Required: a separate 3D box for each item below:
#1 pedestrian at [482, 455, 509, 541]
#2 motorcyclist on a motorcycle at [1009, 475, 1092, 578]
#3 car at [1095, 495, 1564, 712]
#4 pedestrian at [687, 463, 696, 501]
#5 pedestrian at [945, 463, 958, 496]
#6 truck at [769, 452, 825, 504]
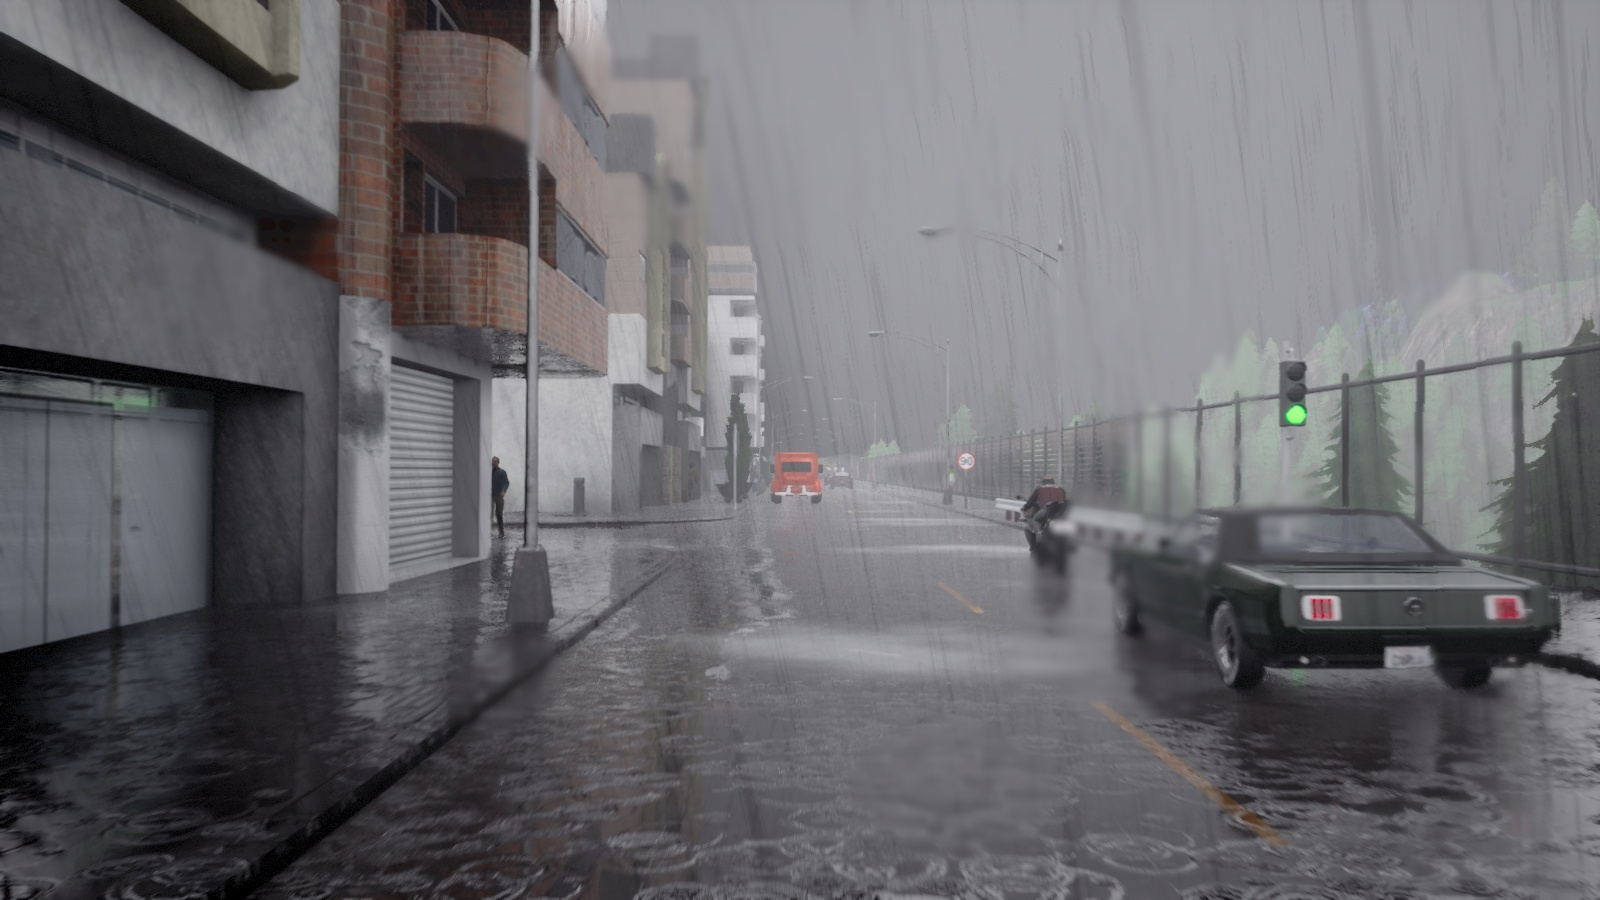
[{"bbox_3d":[-6.596,1.035,27.220,0.402,1.842,0.726,0,-1,3],"label":"pedestrian"},{"bbox_3d":[3.950,1.168,19.956,0.866,1.530,2.191,0,-1,0],"label":"motorcyclist on a motorcycle"},{"bbox_3d":[3.974,1.074,10.465,1.895,1.301,4.718,0,-1,0],"label":"car"},{"bbox_3d":[-5.341,1.581,61.858,0.431,1.840,0.709,0,-1,-1],"label":"pedestrian"},{"bbox_3d":[8.782,1.709,72.879,0.659,1.952,0.873,0,-1,3],"label":"pedestrian"},{"bbox_3d":[-0.164,1.362,61.750,2.627,2.467,5.204,0,-1,0],"label":"truck"}]
